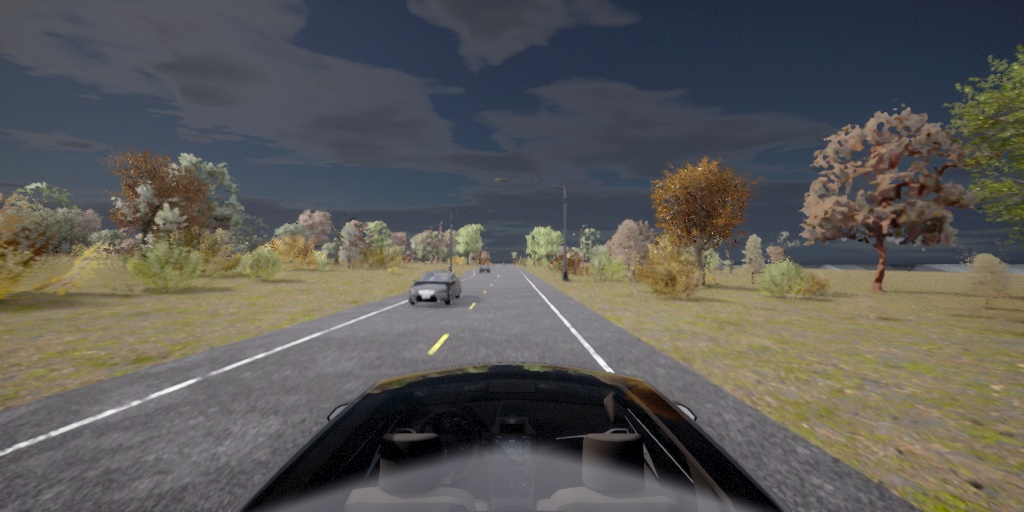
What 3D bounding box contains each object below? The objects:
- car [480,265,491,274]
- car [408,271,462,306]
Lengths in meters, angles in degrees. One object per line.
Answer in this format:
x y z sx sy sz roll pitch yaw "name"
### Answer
-4.526 2.218 59.996 2.033 1.411 5.357 0 -1 -6 "car"
-3.600 1.483 17.479 2.128 1.511 4.902 0 -1 0 "car"
